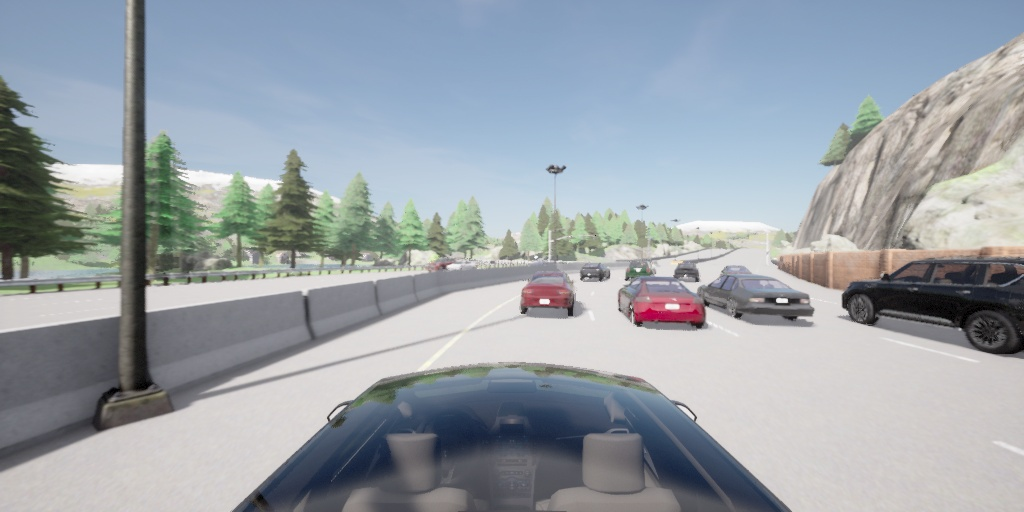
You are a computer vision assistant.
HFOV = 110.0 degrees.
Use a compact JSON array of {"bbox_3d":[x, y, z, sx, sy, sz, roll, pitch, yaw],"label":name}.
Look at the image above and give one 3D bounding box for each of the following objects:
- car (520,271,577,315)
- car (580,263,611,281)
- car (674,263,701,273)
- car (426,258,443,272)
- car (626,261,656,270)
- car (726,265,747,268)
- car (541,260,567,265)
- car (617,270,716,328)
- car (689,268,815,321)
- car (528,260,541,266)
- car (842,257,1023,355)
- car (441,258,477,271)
[{"bbox_3d":[1.471,1.293,13.710,1.812,1.442,4.674,0,0,11],"label":"car"},{"bbox_3d":[7.252,1.305,30.966,2.128,1.511,4.902,0,0,26],"label":"car"},{"bbox_3d":[15.287,1.364,31.270,1.837,1.490,4.892,0,0,29],"label":"car"},{"bbox_3d":[-8.838,1.083,45.660,2.097,1.767,4.553,0,0,30],"label":"car"},{"bbox_3d":[11.146,1.189,30.855,2.097,1.767,4.553,0,0,27],"label":"car"},{"bbox_3d":[16.874,1.413,27.055,2.033,1.411,5.357,0,0,27],"label":"car"},{"bbox_3d":[6.392,1.423,50.068,1.895,1.301,4.718,0,0,35],"label":"car"},{"bbox_3d":[4.663,1.348,11.732,1.994,1.385,4.181,0,0,9],"label":"car"},{"bbox_3d":[8.359,1.354,12.904,2.033,1.411,5.357,0,0,11],"label":"car"},{"bbox_3d":[4.359,1.361,53.267,2.033,1.411,5.357,0,0,35],"label":"car"},{"bbox_3d":[11.216,1.041,8.878,2.150,2.045,5.566,0,0,8],"label":"car"},{"bbox_3d":[-6.093,1.272,43.456,1.812,1.442,4.674,0,0,29],"label":"car"}]
